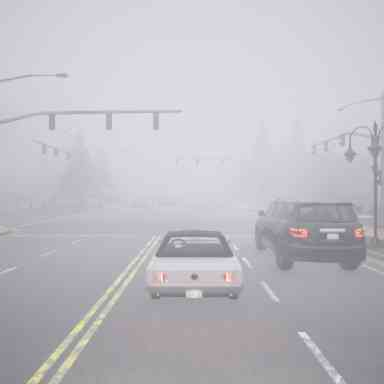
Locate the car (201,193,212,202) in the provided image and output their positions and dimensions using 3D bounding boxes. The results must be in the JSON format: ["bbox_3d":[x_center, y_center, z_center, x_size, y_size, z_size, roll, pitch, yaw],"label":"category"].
[{"bbox_3d":[3.514,1.215,79.199,2.150,2.045,5.566,0,0,0],"label":"car"}]

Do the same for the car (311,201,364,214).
[{"bbox_3d":[14.939,1.601,34.318,4.718,1.301,1.895,0,0,0],"label":"car"}]

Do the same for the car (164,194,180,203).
[{"bbox_3d":[-3.570,1.505,60.576,1.837,1.490,4.892,0,0,-1],"label":"car"}]

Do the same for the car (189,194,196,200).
[{"bbox_3d":[0.016,1.379,89.851,1.812,1.442,4.674,0,0,0],"label":"car"}]

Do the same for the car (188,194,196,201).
[{"bbox_3d":[0.014,1.514,79.543,1.812,1.442,4.674,0,0,0],"label":"car"}]

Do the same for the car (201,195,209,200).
[{"bbox_3d":[3.516,1.407,89.851,1.994,1.385,4.181,0,0,0],"label":"car"}]

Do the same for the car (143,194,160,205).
[{"bbox_3d":[-7.073,1.547,57.247,2.033,1.411,5.357,0,0,0],"label":"car"}]

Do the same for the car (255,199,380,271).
[{"bbox_3d":[3.581,1.221,11.103,2.150,2.045,5.566,0,0,0],"label":"car"}]

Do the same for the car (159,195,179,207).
[{"bbox_3d":[-3.577,1.564,51.859,1.994,1.385,4.181,0,0,0],"label":"car"}]

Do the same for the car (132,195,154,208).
[{"bbox_3d":[-7.130,1.547,47.176,2.033,1.411,5.357,0,0,2],"label":"car"}]

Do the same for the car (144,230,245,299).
[{"bbox_3d":[0.064,1.601,8.379,1.895,1.301,4.718,0,0,0],"label":"car"}]

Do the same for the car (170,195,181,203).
[{"bbox_3d":[-3.487,1.525,70.774,2.128,1.511,4.902,0,0,0],"label":"car"}]
